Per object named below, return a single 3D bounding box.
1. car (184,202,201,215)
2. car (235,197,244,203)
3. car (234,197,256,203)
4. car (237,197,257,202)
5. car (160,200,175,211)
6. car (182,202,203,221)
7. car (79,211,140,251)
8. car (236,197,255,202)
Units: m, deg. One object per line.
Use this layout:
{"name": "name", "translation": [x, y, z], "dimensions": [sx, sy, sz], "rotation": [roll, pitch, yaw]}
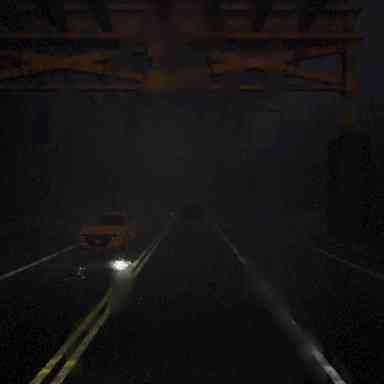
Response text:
{"name": "car", "translation": [0.066, 2.035, 42.722], "dimensions": [2.033, 1.411, 5.357], "rotation": [0, 0, 0]}
{"name": "car", "translation": [13.198, 2.021, 80.512], "dimensions": [4.974, 1.542, 2.038], "rotation": [0, 0, -20]}
{"name": "car", "translation": [13.521, 2.026, 84.672], "dimensions": [4.974, 1.542, 2.038], "rotation": [0, 0, 25]}
{"name": "car", "translation": [13.246, 1.864, 80.531], "dimensions": [4.536, 1.218, 1.853], "rotation": [0, 0, -20]}
{"name": "car", "translation": [-3.633, 2.000, 49.629], "dimensions": [1.882, 1.535, 5.008], "rotation": [0, 0, 0]}
{"name": "car", "translation": [0.075, 1.875, 32.012], "dimensions": [1.882, 1.535, 5.008], "rotation": [0, -1, 0]}
{"name": "car", "translation": [-3.610, 1.672, 15.260], "dimensions": [1.882, 1.535, 5.008], "rotation": [0, -1, 0]}
{"name": "car", "translation": [13.568, 1.869, 84.650], "dimensions": [4.536, 1.218, 1.853], "rotation": [0, 0, 25]}
